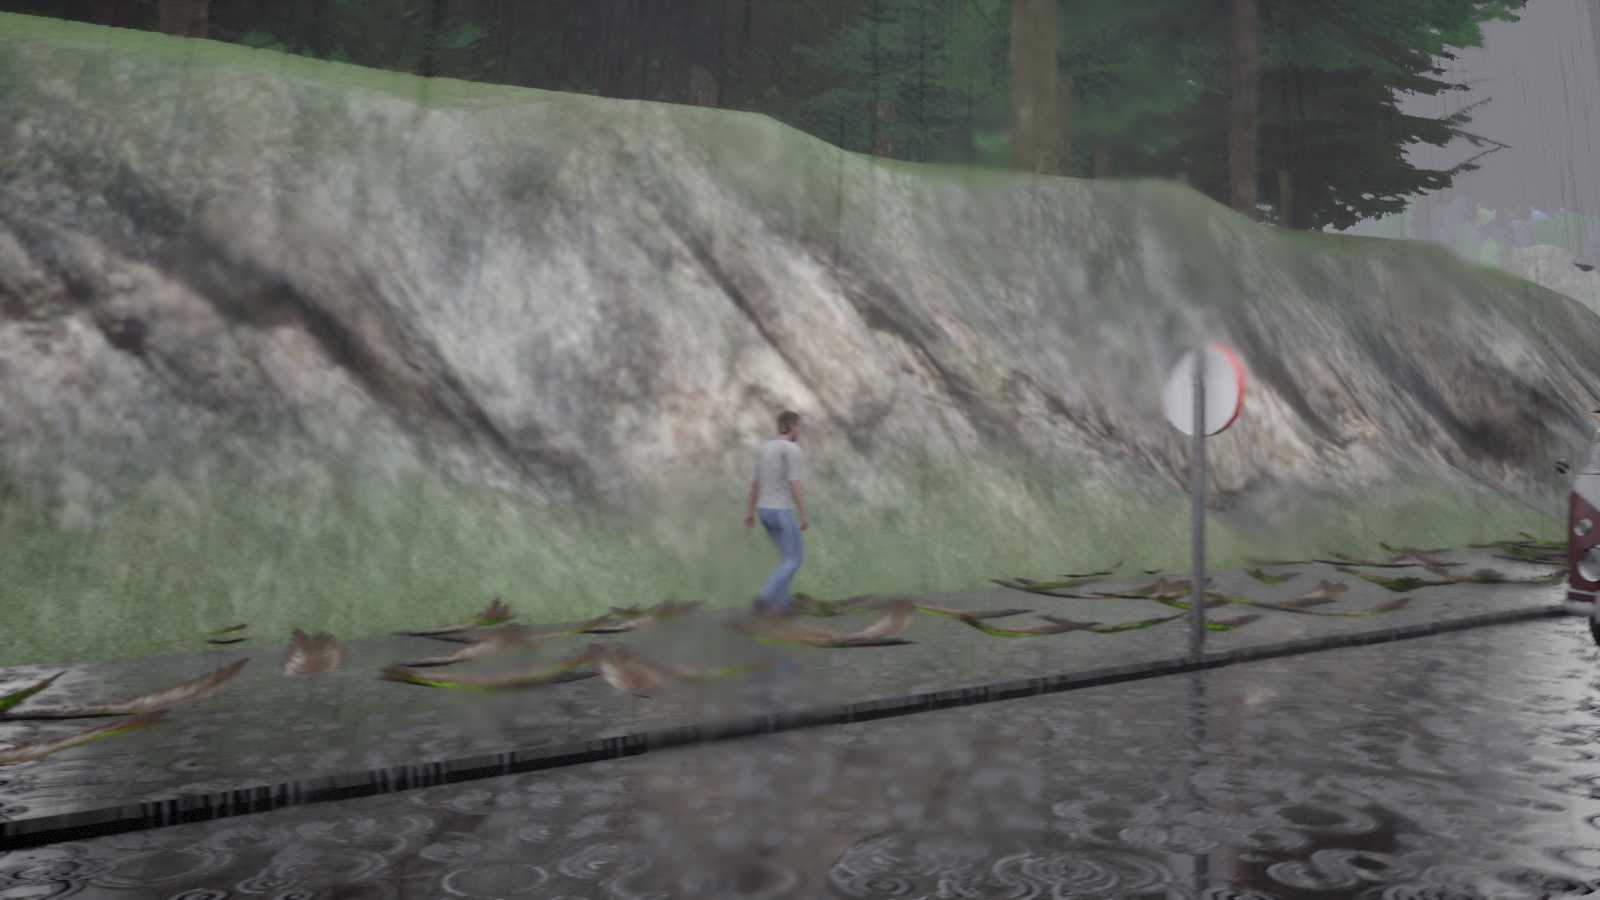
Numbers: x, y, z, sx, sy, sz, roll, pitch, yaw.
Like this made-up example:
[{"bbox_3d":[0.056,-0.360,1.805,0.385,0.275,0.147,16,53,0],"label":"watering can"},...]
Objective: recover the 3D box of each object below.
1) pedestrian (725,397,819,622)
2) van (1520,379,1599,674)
[{"bbox_3d":[-0.235,0.485,10.570,0.706,1.836,0.354,0,0,-35],"label":"pedestrian"},{"bbox_3d":[7.435,0.517,9.444,4.442,1.987,1.775,0,0,-35],"label":"van"}]
